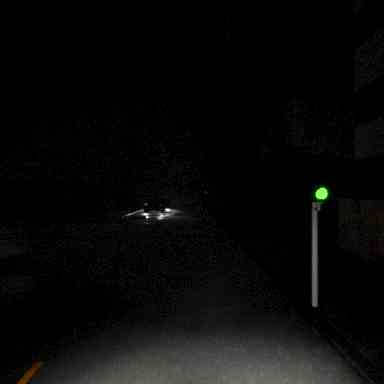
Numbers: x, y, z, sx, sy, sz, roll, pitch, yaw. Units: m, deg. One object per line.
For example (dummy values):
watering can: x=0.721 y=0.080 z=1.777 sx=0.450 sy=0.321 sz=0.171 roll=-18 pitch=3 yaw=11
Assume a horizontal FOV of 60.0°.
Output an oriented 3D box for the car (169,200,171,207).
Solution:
car: x=-4.116 y=1.601 z=47.636 sx=1.895 sy=1.301 sz=4.718 roll=0 pitch=0 yaw=0

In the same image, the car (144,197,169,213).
car: x=-4.127 y=1.352 z=37.574 sx=2.097 sy=1.767 sz=4.553 roll=0 pitch=0 yaw=0
